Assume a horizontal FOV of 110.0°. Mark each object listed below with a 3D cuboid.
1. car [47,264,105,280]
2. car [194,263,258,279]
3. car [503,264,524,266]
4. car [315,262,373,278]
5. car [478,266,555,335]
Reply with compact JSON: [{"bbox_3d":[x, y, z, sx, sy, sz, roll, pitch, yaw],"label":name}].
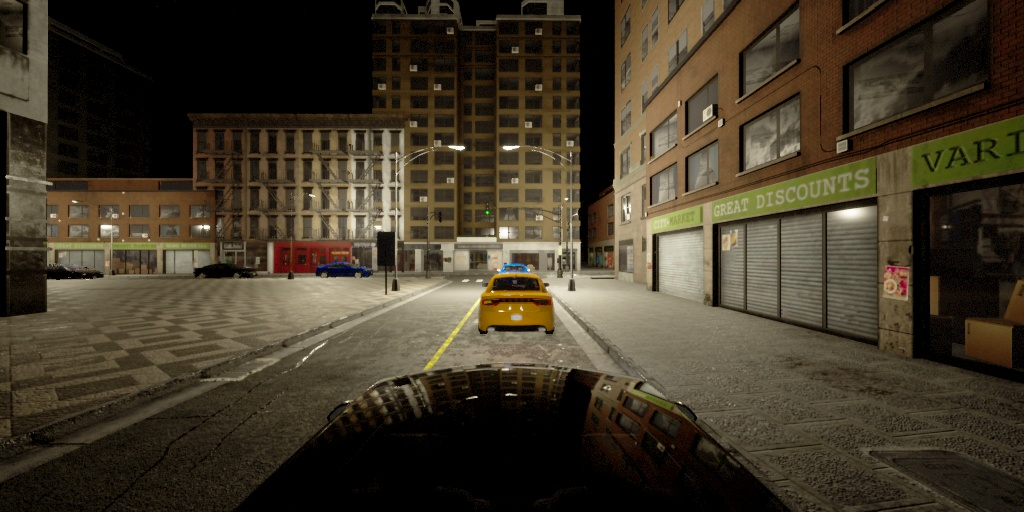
[{"bbox_3d":[-40.987,1.567,32.911,5.357,1.411,2.033,0,0,0],"label":"car"},{"bbox_3d":[-26.286,1.406,33.048,5.008,1.535,1.882,0,0,-1],"label":"car"},{"bbox_3d":[0.108,1.221,22.228,1.882,1.535,5.008,0,0,-1],"label":"car"},{"bbox_3d":[-15.455,1.329,33.168,5.008,1.535,1.882,0,0,0],"label":"car"},{"bbox_3d":[0.117,1.227,10.543,1.882,1.535,5.008,0,0,0],"label":"car"}]
